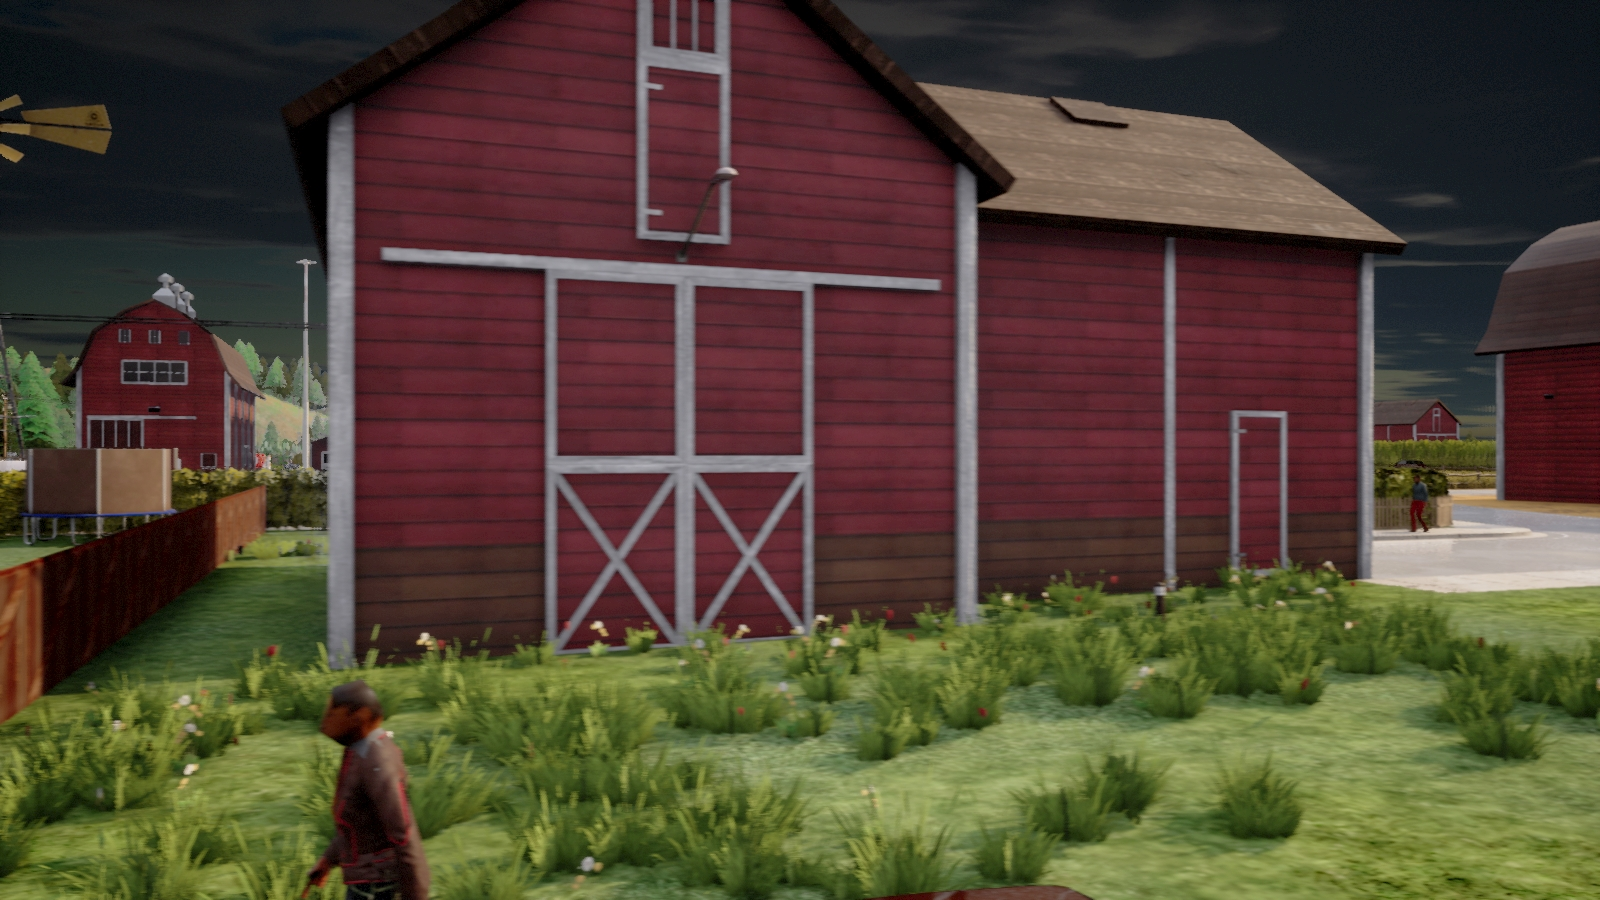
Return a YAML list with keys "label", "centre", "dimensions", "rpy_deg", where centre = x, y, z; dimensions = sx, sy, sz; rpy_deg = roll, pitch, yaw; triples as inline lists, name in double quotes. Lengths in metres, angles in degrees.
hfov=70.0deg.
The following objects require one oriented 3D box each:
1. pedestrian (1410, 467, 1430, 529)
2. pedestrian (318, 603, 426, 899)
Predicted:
- label: "pedestrian"
  centre: [18.992, 1.465, 34.995]
  dimensions: [0.375, 1.860, 0.375]
  rpy_deg: [0, 0, -22]
- label: "pedestrian"
  centre: [-1.642, 1.555, 4.414]
  dimensions: [0.375, 1.860, 0.375]
  rpy_deg: [0, 0, -18]
